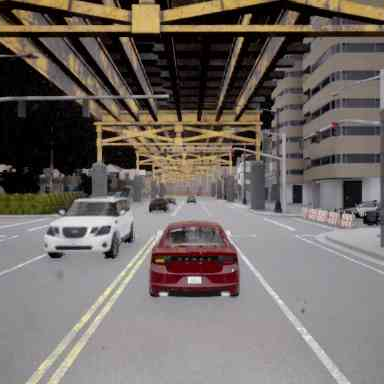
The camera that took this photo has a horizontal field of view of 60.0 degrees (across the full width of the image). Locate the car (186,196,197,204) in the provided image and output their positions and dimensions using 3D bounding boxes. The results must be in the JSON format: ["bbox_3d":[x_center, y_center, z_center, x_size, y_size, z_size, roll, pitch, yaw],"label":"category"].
[{"bbox_3d":[-0.129,1.466,63.273,2.033,1.411,5.357,0,0,0],"label":"car"}]

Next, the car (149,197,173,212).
[{"bbox_3d":[-3.658,1.437,37.816,1.882,1.535,5.008,0,0,1],"label":"car"}]

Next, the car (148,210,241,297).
[{"bbox_3d":[0.055,1.468,8.598,1.882,1.535,5.008,0,0,0],"label":"car"}]

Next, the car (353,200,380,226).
[{"bbox_3d":[13.218,1.397,21.292,4.974,1.542,2.038,0,0,-20],"label":"car"}]

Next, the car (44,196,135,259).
[{"bbox_3d":[-3.628,1.214,12.909,2.150,2.045,5.566,0,0,0],"label":"car"}]

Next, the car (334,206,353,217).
[{"bbox_3d":[13.583,1.233,25.430,4.536,1.218,1.853,0,0,25],"label":"car"}]

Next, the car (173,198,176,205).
[{"bbox_3d":[-3.677,1.500,55.505,1.994,1.385,4.181,0,0,0],"label":"car"}]
